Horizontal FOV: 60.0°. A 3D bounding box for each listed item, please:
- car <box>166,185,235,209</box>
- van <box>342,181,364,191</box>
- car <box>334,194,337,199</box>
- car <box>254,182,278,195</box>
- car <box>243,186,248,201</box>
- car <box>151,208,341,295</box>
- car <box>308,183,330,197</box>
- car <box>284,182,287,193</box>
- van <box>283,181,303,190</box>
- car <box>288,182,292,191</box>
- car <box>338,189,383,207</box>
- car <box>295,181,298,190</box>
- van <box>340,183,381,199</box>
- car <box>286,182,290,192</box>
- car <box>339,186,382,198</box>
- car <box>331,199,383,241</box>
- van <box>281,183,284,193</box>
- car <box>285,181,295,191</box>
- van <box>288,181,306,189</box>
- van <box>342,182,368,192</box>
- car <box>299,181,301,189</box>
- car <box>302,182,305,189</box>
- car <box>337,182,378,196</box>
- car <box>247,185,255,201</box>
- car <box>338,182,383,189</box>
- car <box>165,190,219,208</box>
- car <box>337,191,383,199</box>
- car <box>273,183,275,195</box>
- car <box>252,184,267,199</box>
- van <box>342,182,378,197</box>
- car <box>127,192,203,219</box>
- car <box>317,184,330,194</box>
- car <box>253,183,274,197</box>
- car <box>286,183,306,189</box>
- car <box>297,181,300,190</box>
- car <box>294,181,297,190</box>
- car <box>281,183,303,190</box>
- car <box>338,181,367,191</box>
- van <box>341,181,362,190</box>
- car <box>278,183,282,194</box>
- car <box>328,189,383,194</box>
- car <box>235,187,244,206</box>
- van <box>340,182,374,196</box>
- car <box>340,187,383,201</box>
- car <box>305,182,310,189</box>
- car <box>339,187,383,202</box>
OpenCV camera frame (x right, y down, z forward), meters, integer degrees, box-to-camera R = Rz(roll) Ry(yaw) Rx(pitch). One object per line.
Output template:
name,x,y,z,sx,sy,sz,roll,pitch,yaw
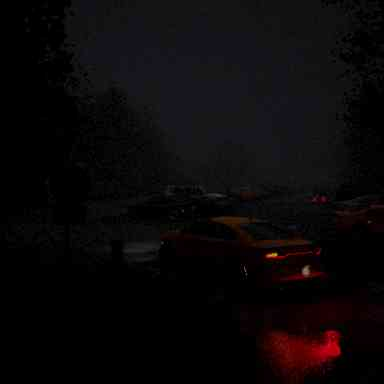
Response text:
car,0.268,0.500,27.166,5.566,2.045,2.435,1,3,24
van,36.193,-1.365,74.869,4.442,1.987,1.878,1,2,24
car,11.001,1.103,19.303,4.792,1.488,2.163,1,3,24
car,9.382,-0.269,47.397,4.553,1.767,2.185,1,2,24
car,2.527,0.518,32.245,4.892,1.521,2.231,1,3,24
car,0.921,1.371,8.558,1.882,1.535,5.008,2,-1,-31
car,18.283,-0.128,47.423,2.128,1.511,4.902,1,2,24
car,12.744,-0.395,55.015,4.792,1.488,2.163,1,2,24
van,25.197,-1.668,82.871,4.442,1.987,1.878,1,2,24
car,15.023,-0.580,60.075,4.792,1.488,2.163,1,2,24
car,16.686,0.521,31.919,4.792,1.488,2.163,1,3,24
car,18.462,-0.885,67.654,4.892,1.521,2.231,1,2,24
van,21.150,-0.162,42.015,4.442,1.987,1.878,1,2,24
car,13.883,-0.487,57.545,4.792,1.488,2.163,1,2,24
car,22.397,-0.030,44.516,5.008,1.535,2.097,1,2,24
car,8.800,1.301,14.357,5.008,1.535,2.097,1,3,24
van,11.738,-0.555,52.416,4.442,1.987,1.878,1,2,24
car,16.020,-0.707,62.668,5.366,1.575,1.946,1,2,24
van,28.609,-1.871,90.448,4.442,1.987,1.878,1,1,24
van,31.645,-0.996,64.771,4.442,1.987,1.878,1,2,24
car,20.718,-1.197,72.720,4.553,1.767,2.185,1,2,24
car,23.020,-1.256,77.774,5.008,1.535,2.097,1,2,24
car,25.777,-0.558,52.093,5.566,2.045,2.435,1,2,24
car,3.491,0.395,34.851,5.366,1.575,1.946,1,3,24
car,15.600,0.358,29.360,5.566,2.045,2.435,1,3,24
car,-0.892,0.867,24.658,5.008,1.535,2.097,1,3,24
car,9.970,1.060,16.861,4.553,1.767,2.185,1,3,24
car,8.208,-0.044,44.885,4.892,1.521,2.231,1,3,24
car,5.820,0.159,40.020,5.366,1.575,1.946,1,3,24
van,23.635,-0.346,46.986,4.442,1.987,1.878,1,2,24
car,-2.063,1.013,22.144,4.792,1.488,2.163,1,3,24
car,22.510,-0.485,56.806,1.882,1.535,5.008,1,2,24
car,7.246,0.059,42.284,5.366,1.575,1.946,1,3,24
car,27.598,-1.565,87.857,4.792,1.488,2.163,1,2,24
car,19.438,-0.984,70.258,5.366,1.575,1.946,1,2,24
car,17.334,-0.792,65.119,4.892,1.521,2.231,1,2,24
car,24.167,-1.308,80.302,4.674,1.452,2.002,1,2,24
car,34.924,-1.300,72.403,5.566,2.045,2.435,1,2,24
van,38.257,-1.553,80.021,4.442,1.987,1.878,1,2,24
car,10.519,-0.209,49.931,4.792,1.488,2.163,1,2,24
car,13.132,0.835,24.413,5.366,1.575,1.946,1,3,24
car,1.551,0.634,29.642,5.366,1.575,1.946,1,3,24
van,24.560,-0.442,49.606,4.442,1.987,1.878,1,2,24
car,20.146,0.193,39.461,4.792,1.488,2.163,1,2,24
car,26.469,-1.784,85.340,5.566,2.045,2.435,1,2,24
car,19.063,0.293,37.056,4.792,1.488,2.163,1,3,24
